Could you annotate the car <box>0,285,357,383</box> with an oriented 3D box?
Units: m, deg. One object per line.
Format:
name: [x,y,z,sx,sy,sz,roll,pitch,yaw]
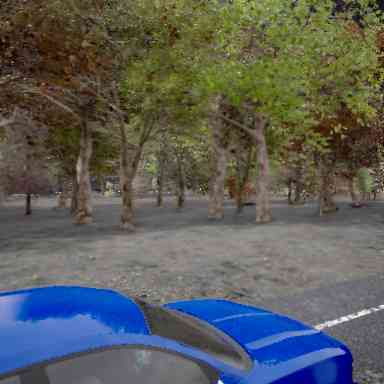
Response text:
car: [-0.862,1.476,2.328,5.008,1.535,1.882,0,0,-33]
